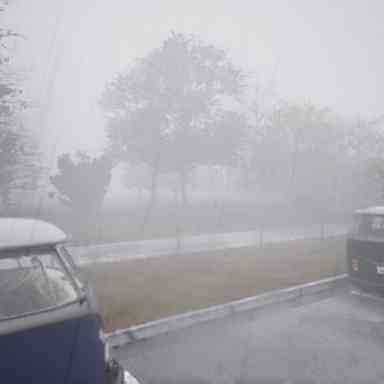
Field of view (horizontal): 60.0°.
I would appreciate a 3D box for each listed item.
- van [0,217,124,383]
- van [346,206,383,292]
[{"bbox_3d":[-2.666,1.248,2.212,4.442,1.987,1.878,-1,0,-36],"label":"van"},{"bbox_3d":[5.557,1.253,7.818,4.442,1.987,1.878,-1,0,-36],"label":"van"}]
